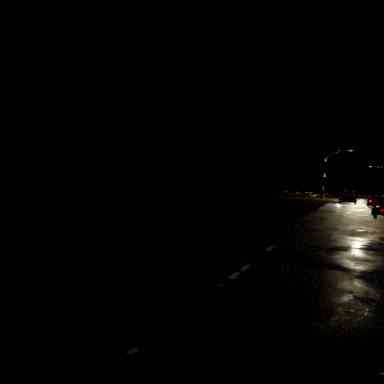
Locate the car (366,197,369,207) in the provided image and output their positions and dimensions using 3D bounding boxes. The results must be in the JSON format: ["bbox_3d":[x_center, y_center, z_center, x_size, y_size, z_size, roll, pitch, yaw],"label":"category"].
[{"bbox_3d":[18.776,0.938,33.684,1.895,1.301,4.718,4,2,27],"label":"car"}]

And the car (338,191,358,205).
[{"bbox_3d":[18.198,0.590,38.742,1.882,1.535,5.008,4,2,26],"label":"car"}]

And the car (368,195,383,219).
[{"bbox_3d":[13.076,1.037,22.192,1.812,1.442,4.674,4,2,26],"label":"car"}]
